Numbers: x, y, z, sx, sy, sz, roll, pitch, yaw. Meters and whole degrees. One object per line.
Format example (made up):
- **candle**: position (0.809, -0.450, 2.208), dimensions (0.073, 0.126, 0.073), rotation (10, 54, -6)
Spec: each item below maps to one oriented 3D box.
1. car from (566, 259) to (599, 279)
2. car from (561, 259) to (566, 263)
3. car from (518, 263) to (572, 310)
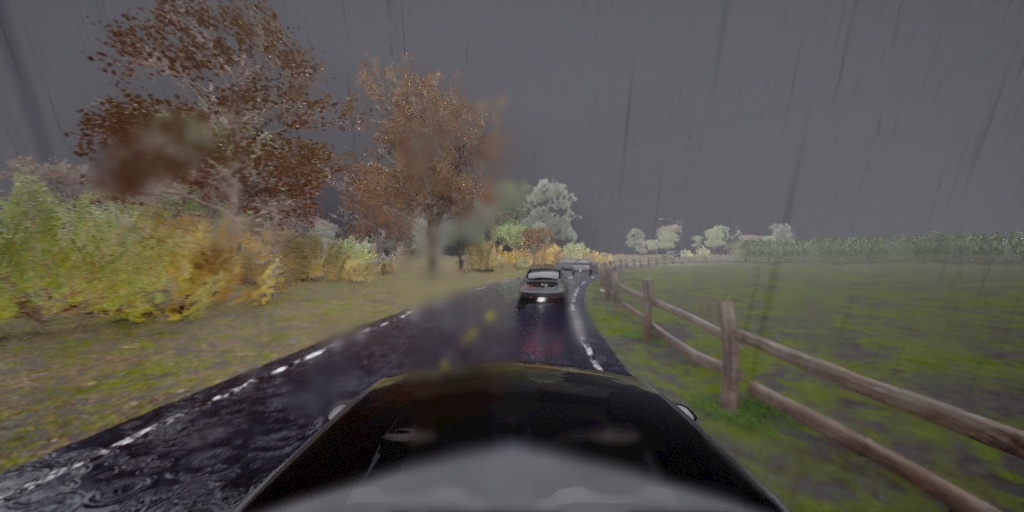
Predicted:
- **car**: position (6.866, 1.020, 33.434), dimensions (2.128, 1.511, 4.902), rotation (0, 1, 22)
- **car**: position (6.114, 1.008, 38.992), dimensions (2.033, 1.411, 5.357), rotation (0, 1, 26)
- **car**: position (1.380, 1.205, 14.486), dimensions (1.837, 1.490, 4.892), rotation (0, 0, 9)
